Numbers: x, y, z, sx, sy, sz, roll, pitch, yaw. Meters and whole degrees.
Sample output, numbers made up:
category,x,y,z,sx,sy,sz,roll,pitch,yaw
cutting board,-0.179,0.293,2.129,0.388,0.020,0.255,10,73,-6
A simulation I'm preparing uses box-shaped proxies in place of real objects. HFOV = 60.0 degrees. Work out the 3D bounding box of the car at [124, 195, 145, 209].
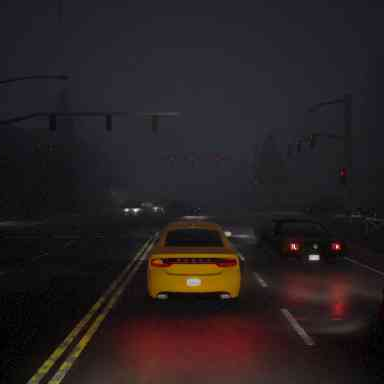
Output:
category,x,y,z,sx,sy,sz,roll,pitch,yaw
car,-8.209,1.564,46.435,1.994,1.385,4.181,0,0,-1

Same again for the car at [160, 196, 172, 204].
category,x,y,z,sx,sy,sz,roll,pitch,yaw
car,-5.142,1.563,65.697,1.994,1.385,4.181,0,0,-1

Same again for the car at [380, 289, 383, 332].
category,x,y,z,sx,sy,sz,roll,pitch,yaw
car,3.597,1.478,2.711,1.882,1.535,5.008,0,0,0

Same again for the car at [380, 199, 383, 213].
category,x,y,z,sx,sy,sz,roll,pitch,yaw
car,23.059,1.526,35.812,4.674,1.442,1.812,0,0,-2

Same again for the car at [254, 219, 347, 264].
category,x,y,z,sx,sy,sz,roll,pitch,yaw
car,3.502,1.601,11.801,1.895,1.301,4.718,0,0,-1

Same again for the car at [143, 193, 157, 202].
category,x,y,z,sx,sy,sz,roll,pitch,yaw
car,-8.630,1.224,65.140,2.150,2.045,5.566,0,0,-1

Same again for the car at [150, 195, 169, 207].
category,x,y,z,sx,sy,sz,roll,pitch,yaw
car,-4.825,1.564,50.880,1.994,1.385,4.181,0,0,-1

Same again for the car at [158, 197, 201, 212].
category,x,y,z,sx,sy,sz,roll,pitch,yaw
car,-1.103,1.526,32.903,1.812,1.442,4.674,-1,0,-38

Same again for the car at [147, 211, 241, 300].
category,x,y,z,sx,sy,sz,roll,pitch,yaw
car,0.034,1.478,8.477,1.882,1.535,5.008,0,0,0

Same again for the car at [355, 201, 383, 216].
category,x,y,z,sx,sy,sz,roll,pitch,yaw
car,18.772,1.547,32.200,5.357,1.411,2.033,0,0,-2

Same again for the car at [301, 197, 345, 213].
category,x,y,z,sx,sy,sz,roll,pitch,yaw
car,14.082,1.352,35.565,4.553,1.767,2.097,0,0,-2
